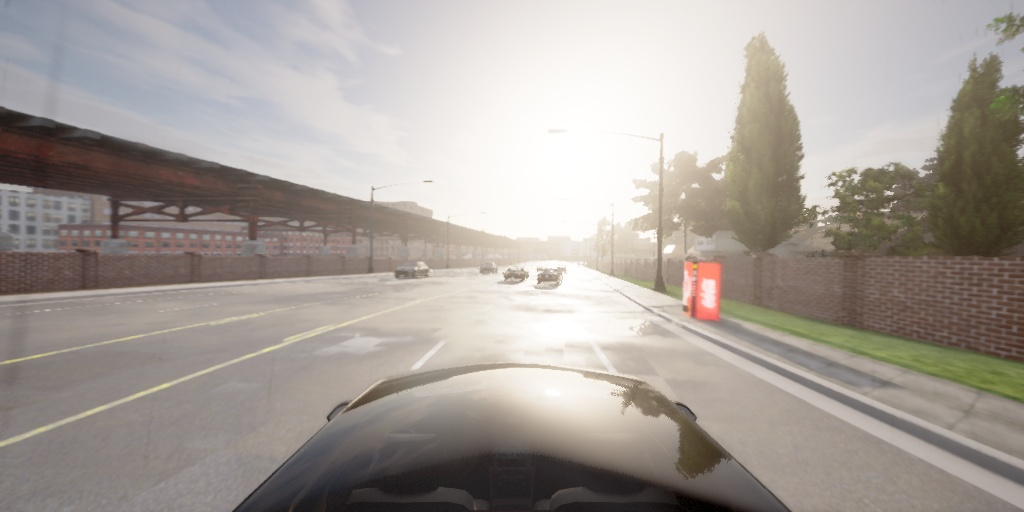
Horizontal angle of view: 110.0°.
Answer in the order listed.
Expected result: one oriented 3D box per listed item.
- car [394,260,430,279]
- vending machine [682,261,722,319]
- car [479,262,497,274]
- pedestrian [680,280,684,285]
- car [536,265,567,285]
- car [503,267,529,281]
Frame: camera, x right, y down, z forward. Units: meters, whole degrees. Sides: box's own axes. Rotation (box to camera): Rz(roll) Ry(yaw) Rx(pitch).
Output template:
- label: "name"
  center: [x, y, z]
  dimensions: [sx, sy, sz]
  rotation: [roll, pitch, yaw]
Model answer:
- label: "car"
  center: [-10.046, 1.324, 36.168]
  dimensions: [2.097, 1.767, 4.553]
  rotation: [1, -1, 9]
- label: "vending machine"
  center: [6.411, 1.165, 12.240]
  dimensions: [1.100, 2.100, 0.880]
  rotation: [0, 0, 7]
- label: "car"
  center: [-3.526, 1.688, 54.177]
  dimensions: [2.097, 1.767, 4.553]
  rotation: [1, -1, 6]
- label: "pedestrian"
  center: [6.491, 1.128, 13.116]
  dimensions: [0.375, 1.860, 0.375]
  rotation: [0, 0, 7]
- label: "car"
  center: [3.332, 1.720, 31.271]
  dimensions: [2.033, 1.411, 5.357]
  rotation: [1, -1, 12]
- label: "car"
  center: [0.502, 1.775, 35.626]
  dimensions: [1.895, 1.301, 4.718]
  rotation: [1, -1, 11]
